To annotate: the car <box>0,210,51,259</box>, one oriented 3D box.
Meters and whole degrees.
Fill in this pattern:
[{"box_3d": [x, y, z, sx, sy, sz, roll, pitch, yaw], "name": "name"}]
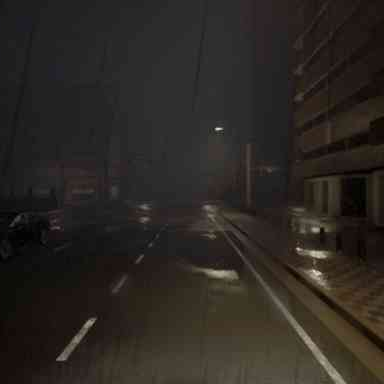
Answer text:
[{"box_3d": [-7.075, 1.480, 12.551, 2.128, 1.511, 4.902, 0, 0, 0], "name": "car"}]
